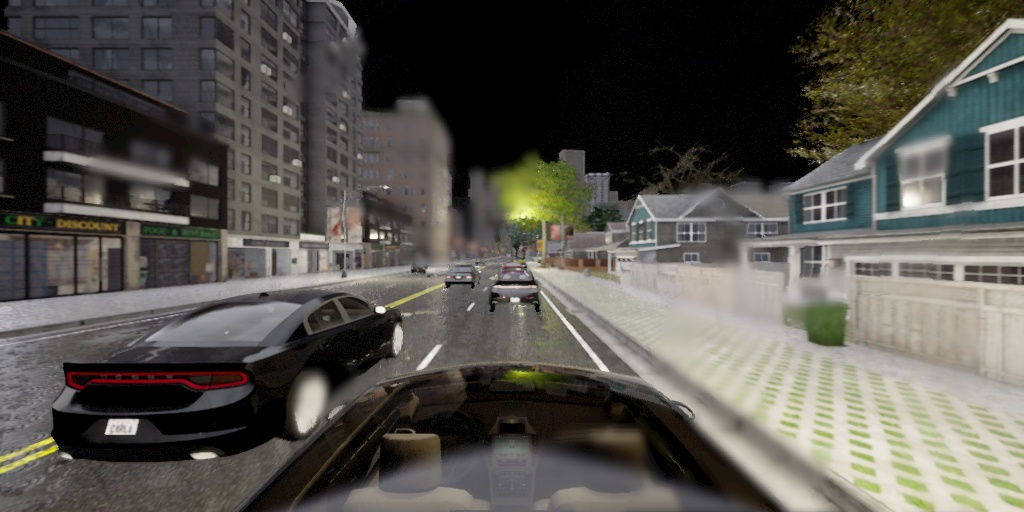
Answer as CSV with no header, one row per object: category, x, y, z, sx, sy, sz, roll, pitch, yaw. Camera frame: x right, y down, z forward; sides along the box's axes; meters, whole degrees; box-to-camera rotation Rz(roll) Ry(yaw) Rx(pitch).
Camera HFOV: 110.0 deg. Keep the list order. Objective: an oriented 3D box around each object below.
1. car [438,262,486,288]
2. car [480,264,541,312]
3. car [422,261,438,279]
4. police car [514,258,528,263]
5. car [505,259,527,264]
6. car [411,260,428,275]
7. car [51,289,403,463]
car,-3.138,1.302,23.543,2.033,1.411,5.357,0,0,0
car,0.106,1.245,14.301,2.128,1.511,4.902,0,0,0
car,-6.580,1.352,33.072,1.895,1.301,4.718,0,0,0
police car,0.999,1.166,46.252,1.930,1.638,5.238,0,0,0
car,0.115,1.230,31.834,1.882,1.535,5.008,0,-1,0
car,-9.820,1.225,39.952,1.882,1.535,5.008,0,0,0
car,-3.147,1.229,5.370,1.882,1.535,5.008,0,0,0
